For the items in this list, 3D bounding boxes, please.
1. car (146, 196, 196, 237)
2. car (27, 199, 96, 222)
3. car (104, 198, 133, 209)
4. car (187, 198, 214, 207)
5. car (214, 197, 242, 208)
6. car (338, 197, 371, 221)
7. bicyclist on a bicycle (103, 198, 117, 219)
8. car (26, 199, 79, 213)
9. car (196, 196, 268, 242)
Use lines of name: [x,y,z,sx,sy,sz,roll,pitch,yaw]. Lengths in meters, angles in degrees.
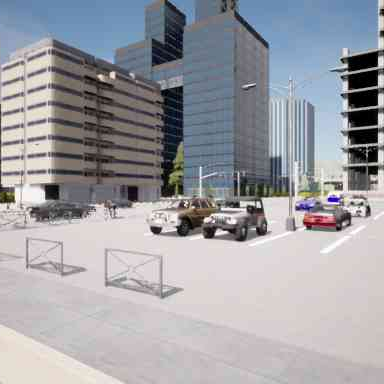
car: [-0.237,1.153,17.252,1.932,1.855,4.605,0,0,34]
car: [-10.529,1.505,26.942,1.837,1.490,4.892,0,0,34]
car: [-10.288,1.564,46.524,1.994,1.385,4.181,0,0,35]
car: [1.392,1.601,51.081,1.895,1.301,4.718,0,0,34]
car: [5.626,1.548,51.128,2.033,1.411,5.357,0,0,34]
car: [14.136,1.395,28.564,1.970,1.475,3.806,0,0,34]
bicyclist on a bicycle: [-6.480,1.302,26.203,1.656,1.620,0.582,0,0,34]
car: [-15.914,1.547,38.151,2.033,1.411,5.357,0,0,34]
car: [2.133,1.156,15.590,1.905,1.878,3.866,0,0,34]
